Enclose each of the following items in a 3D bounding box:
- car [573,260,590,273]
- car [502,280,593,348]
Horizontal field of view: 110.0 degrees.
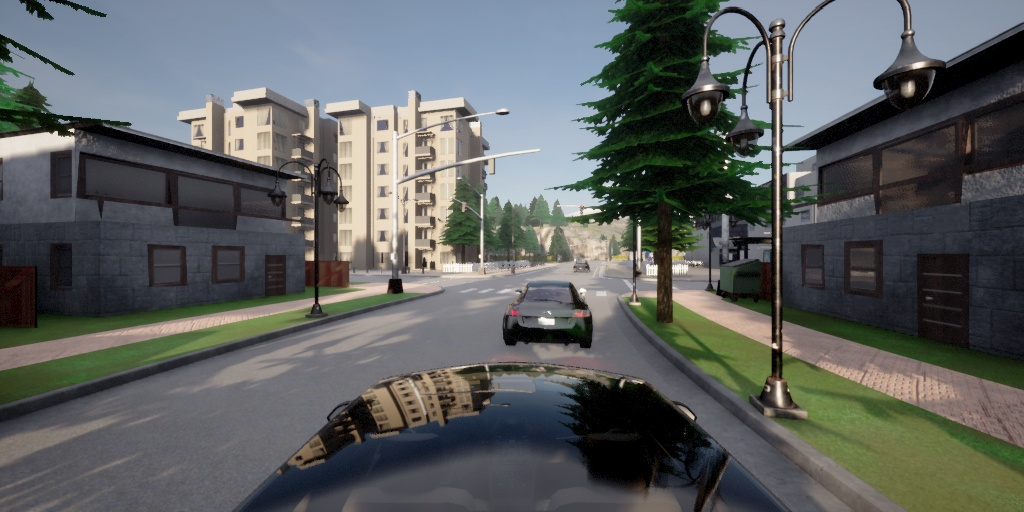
[{"bbox_3d":[8.735,1.276,44.869,2.128,1.511,4.902,0,0,14],"label":"car"},{"bbox_3d":[0.994,1.314,9.322,1.994,1.385,4.181,0,0,8],"label":"car"}]
